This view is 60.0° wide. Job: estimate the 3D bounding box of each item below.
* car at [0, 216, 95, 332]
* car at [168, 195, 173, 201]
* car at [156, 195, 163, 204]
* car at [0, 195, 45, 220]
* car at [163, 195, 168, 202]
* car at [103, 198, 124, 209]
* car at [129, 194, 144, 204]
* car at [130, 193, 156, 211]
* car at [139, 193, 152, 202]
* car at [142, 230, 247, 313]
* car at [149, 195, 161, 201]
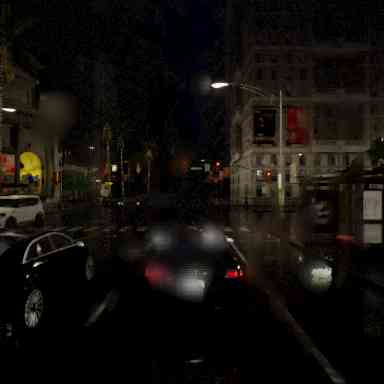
[{"bbox_3d":[-3.451,1.494,6.811,2.128,1.511,4.902,0,0,0],"label":"car"},{"bbox_3d":[-6.433,1.553,89.412,2.128,1.511,4.902,0,0,10],"label":"car"},{"bbox_3d":[-7.147,1.545,62.433,1.812,1.442,4.674,0,0,0],"label":"car"},{"bbox_3d":[-10.626,1.227,19.332,2.150,2.045,5.566,0,0,0],"label":"car"},{"bbox_3d":[-7.101,1.502,75.502,1.882,1.535,5.008,0,0,0],"label":"car"},{"bbox_3d":[-10.661,1.561,45.728,2.033,1.411,5.357,0,0,0],"label":"car"},{"bbox_3d":[-10.627,1.372,64.055,2.097,1.767,4.553,0,0,0],"label":"car"},{"bbox_3d":[-6.137,1.365,41.445,2.097,1.767,4.553,0,0,-14],"label":"car"},{"bbox_3d":[-10.603,1.249,76.528,2.150,2.045,5.566,0,0,0],"label":"car"},{"bbox_3d":[0.054,1.566,7.744,1.994,1.385,4.181,0,0,0],"label":"car"},{"bbox_3d":[-9.930,1.568,89.703,2.033,1.411,5.357,0,0,10],"label":"car"}]
